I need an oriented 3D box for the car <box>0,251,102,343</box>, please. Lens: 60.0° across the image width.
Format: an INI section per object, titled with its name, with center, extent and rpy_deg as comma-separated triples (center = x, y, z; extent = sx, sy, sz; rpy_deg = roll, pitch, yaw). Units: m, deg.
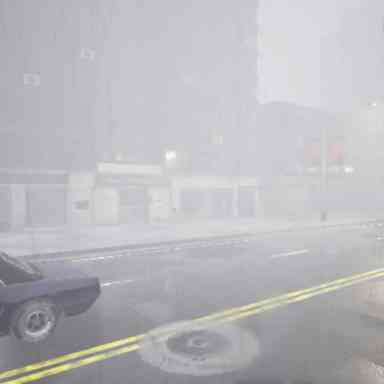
[car]
center = -3.919, 1.599, 4.870
extent = 4.718, 1.301, 1.895
rpy_deg = 0, 0, -36
